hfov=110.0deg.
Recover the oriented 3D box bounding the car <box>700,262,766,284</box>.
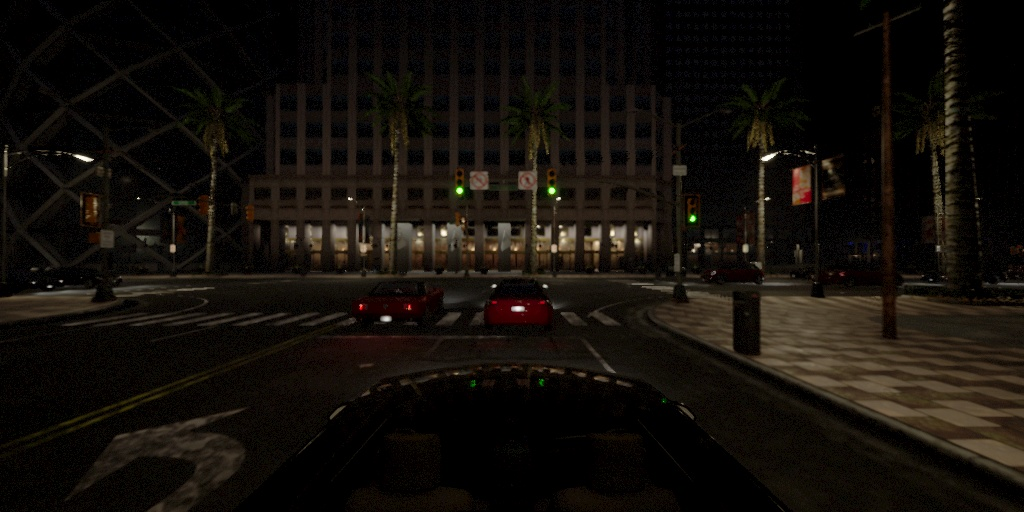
[{"bbox_3d":[17.810,1.359,29.161,4.553,1.767,2.097,0,-1,0],"label":"car"}]

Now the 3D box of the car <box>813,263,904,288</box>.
[{"bbox_3d":[24.737,1.324,25.443,4.553,1.767,2.097,0,-1,0],"label":"car"}]

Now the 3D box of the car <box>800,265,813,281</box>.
[{"bbox_3d":[26.904,1.498,29.135,4.902,1.511,2.128,0,-1,0],"label":"car"}]

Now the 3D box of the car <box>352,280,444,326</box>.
[{"bbox_3d":[-3.511,1.448,12.031,1.895,1.301,4.718,0,-1,-2],"label":"car"}]

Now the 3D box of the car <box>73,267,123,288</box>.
[{"bbox_3d":[-30.459,1.498,25.249,4.674,1.442,1.812,0,-1,-4],"label":"car"}]

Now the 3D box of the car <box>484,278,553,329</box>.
[{"bbox_3d":[0.248,1.409,11.666,1.994,1.385,4.181,0,0,2],"label":"car"}]

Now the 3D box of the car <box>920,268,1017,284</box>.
[{"bbox_3d":[36.677,1.554,29.099,5.357,1.411,2.033,0,-1,0],"label":"car"}]

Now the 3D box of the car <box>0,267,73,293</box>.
[{"bbox_3d":[-30.997,1.488,21.871,5.357,1.411,2.033,0,-1,-3],"label":"car"}]
